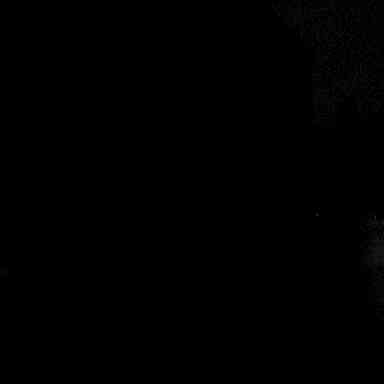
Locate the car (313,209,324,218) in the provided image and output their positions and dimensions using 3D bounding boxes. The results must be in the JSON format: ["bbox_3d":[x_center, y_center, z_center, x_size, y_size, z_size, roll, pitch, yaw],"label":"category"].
[{"bbox_3d":[10.601,1.954,33.172,1.895,1.301,4.718,-1,0,-35],"label":"car"}]

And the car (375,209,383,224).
[{"bbox_3d":[16.448,1.770,24.954,2.128,1.511,4.902,-1,0,-35],"label":"car"}]
